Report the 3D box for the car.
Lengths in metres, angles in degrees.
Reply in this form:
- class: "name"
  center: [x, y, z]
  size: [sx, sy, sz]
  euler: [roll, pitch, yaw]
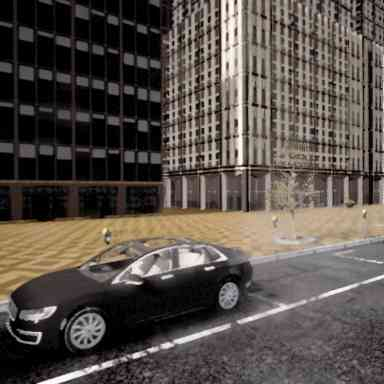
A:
- class: "car"
  center: [-0.810, 1.535, 5.982]
  size: [4.403, 1.369, 2.008]
  euler: [0, 0, -35]
